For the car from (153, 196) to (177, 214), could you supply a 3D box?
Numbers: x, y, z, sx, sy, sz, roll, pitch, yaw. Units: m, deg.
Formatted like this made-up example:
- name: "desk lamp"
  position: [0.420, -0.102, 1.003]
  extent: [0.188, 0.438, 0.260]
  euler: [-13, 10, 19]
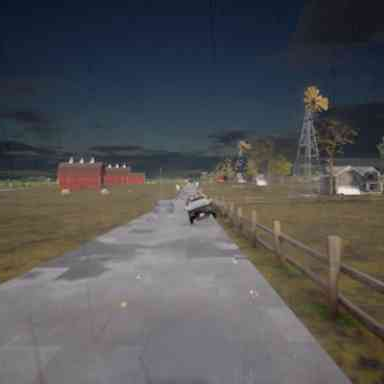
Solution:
- name: "car"
  position: [-2.836, 1.493, 34.572]
  extent: [1.812, 1.442, 4.674]
  euler: [0, 0, 0]

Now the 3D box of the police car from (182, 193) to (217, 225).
- name: "police car"
  position: [0.573, 1.190, 24.395]
  extent: [1.930, 1.638, 5.238]
  euler: [-18, 3, 1]

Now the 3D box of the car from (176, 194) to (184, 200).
- name: "car"
  position: [-2.737, 1.182, 75.702]
  extent: [2.033, 1.411, 5.357]
  euler: [0, 1, 0]

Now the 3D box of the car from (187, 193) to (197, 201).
- name: "car"
  position: [0.013, 1.075, 75.748]
  extent: [2.128, 1.511, 4.902]
  euler: [0, 1, 0]

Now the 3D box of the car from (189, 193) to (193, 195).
- name: "car"
  position: [0.756, 1.300, 34.276]
  extent: [2.097, 1.767, 4.553]
  euler: [-1, 0, 0]

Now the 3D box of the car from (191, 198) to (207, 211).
- name: "car"
  position: [0.832, 1.463, 40.316]
  extent: [1.837, 1.490, 4.892]
  euler: [0, 0, 0]

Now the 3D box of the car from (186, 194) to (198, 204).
- name: "car"
  position: [0.011, 1.241, 60.725]
  extent: [2.097, 1.767, 4.553]
  euler: [0, 0, 0]
